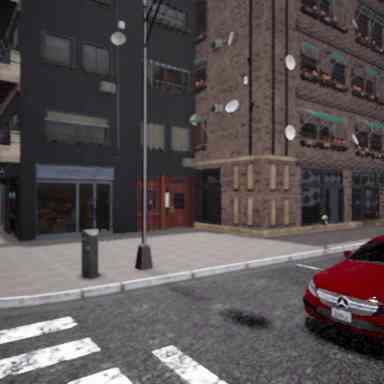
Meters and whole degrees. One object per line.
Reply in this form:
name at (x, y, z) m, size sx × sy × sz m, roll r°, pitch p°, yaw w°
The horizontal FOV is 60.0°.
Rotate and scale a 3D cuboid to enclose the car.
car at (4.077, 1.559, 6.251) m, size 4.674 × 1.442 × 1.812 m, roll 0°, pitch 0°, yaw -36°
